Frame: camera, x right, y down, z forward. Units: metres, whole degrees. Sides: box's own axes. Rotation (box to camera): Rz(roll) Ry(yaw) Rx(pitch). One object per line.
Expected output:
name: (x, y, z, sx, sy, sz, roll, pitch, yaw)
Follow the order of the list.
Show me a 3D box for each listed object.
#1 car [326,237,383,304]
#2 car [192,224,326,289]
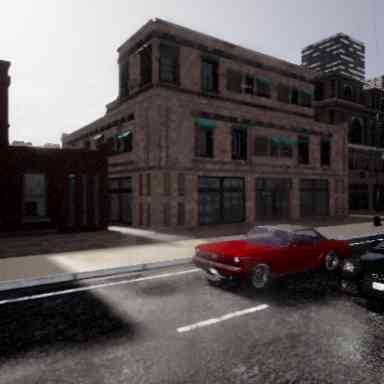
car: (5.133, 1.588, 7.345, 4.181, 1.385, 1.994, 0, 0, -35)
car: (2.337, 1.622, 9.345, 4.718, 1.301, 1.895, 0, 0, -35)
